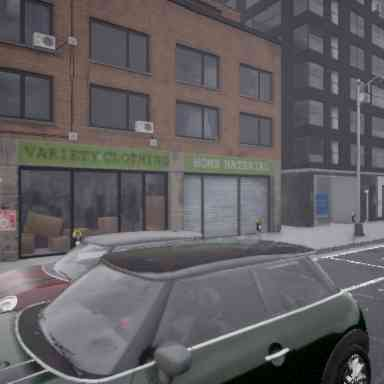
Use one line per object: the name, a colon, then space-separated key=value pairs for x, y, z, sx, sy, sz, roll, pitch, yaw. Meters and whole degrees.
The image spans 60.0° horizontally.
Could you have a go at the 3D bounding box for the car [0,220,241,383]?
car: x=-1.369 y=1.440 z=5.559 sx=4.097 sy=1.590 sz=1.967 roll=0 pitch=0 yaw=-36

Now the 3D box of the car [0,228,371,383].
car: x=-0.335 y=1.352 z=3.139 sx=4.553 sy=1.767 sz=2.097 roll=0 pitch=0 yaw=-36
